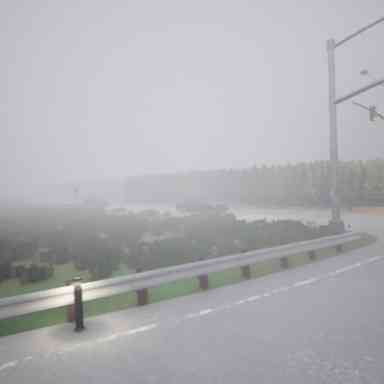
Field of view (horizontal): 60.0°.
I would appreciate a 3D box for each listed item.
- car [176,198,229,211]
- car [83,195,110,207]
[{"bbox_3d":[0.814,1.115,26.796,1.895,1.301,4.718,-4,2,-41],"label":"car"},{"bbox_3d":[-12.024,1.146,41.625,1.837,1.490,4.892,-4,2,-41],"label":"car"}]
